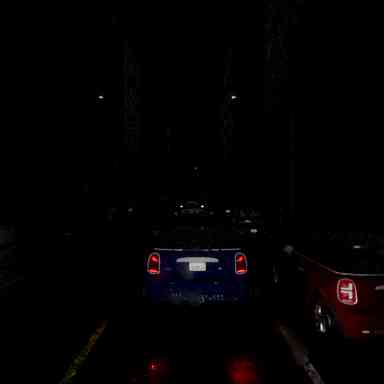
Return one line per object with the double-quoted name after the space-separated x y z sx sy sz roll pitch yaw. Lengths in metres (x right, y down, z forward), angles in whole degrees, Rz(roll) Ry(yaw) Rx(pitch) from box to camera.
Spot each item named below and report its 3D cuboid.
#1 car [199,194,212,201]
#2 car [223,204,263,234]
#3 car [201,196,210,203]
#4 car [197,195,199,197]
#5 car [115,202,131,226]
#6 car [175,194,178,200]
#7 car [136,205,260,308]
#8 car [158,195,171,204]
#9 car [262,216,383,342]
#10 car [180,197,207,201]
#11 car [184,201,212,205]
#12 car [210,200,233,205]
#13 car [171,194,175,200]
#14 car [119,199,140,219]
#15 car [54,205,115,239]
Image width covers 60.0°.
2.864 1.484 65.584 1.967 1.590 4.097 0 0 0 "car"
2.847 1.552 17.491 2.008 1.369 4.403 0 0 0 "car"
2.873 1.580 71.163 1.752 1.417 4.829 0 0 0 "car"
2.881 1.616 76.401 2.008 1.369 4.403 0 0 0 "car"
-5.680 1.584 22.989 1.802 1.307 4.206 0 0 0 "car"
-5.621 1.638 92.466 1.752 1.417 4.829 0 0 0 "car"
0.096 1.352 8.055 2.097 1.767 4.553 0 0 0 "car"
-5.660 1.626 65.594 1.802 1.307 4.206 0 0 0 "car"
2.851 1.440 6.488 1.967 1.590 4.097 0 0 0 "car"
-0.010 1.460 27.358 1.801 1.575 5.366 0 0 0 "car"
0.089 1.479 17.336 1.882 1.535 5.008 0 0 0 "car"
2.844 1.569 28.493 1.947 1.339 4.313 0 0 0 "car"
-5.644 1.616 76.410 2.008 1.369 4.403 0 0 0 "car"
-5.682 1.444 28.491 1.967 1.590 4.097 0 0 0 "car"
-5.678 1.567 17.488 1.947 1.339 4.313 0 0 0 "car"
